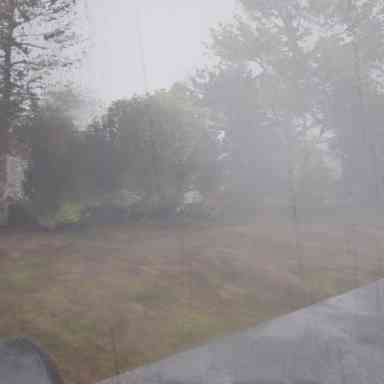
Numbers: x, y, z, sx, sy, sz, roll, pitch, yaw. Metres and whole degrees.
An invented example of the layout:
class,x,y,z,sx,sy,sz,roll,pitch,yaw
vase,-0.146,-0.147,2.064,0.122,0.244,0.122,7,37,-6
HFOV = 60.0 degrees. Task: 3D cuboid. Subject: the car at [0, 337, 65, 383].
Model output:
class,x,y,z,sx,sy,sz,roll,pitch,yaw
car,-3.030,1.528,0.938,5.357,1.411,2.033,0,1,-35
